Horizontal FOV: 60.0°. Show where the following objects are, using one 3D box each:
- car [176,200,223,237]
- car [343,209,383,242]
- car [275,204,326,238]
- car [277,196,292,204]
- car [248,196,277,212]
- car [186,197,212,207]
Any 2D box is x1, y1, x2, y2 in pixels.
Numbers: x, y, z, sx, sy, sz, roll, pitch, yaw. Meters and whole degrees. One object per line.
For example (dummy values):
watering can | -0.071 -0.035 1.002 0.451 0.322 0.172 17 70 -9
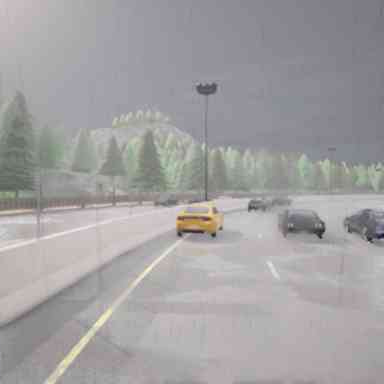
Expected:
car | 0.513 1.384 17.482 1.882 1.535 5.008 0 0 11
car | 8.707 1.485 15.686 2.033 1.411 5.357 0 0 11
car | 5.479 1.522 17.167 1.895 1.301 4.718 0 0 11
car | 12.686 1.287 46.753 1.837 1.490 4.892 0 1 32
car | 7.341 1.318 35.703 2.128 1.511 4.902 0 0 24
car | 1.072 1.347 47.217 1.895 1.301 4.718 0 0 27
